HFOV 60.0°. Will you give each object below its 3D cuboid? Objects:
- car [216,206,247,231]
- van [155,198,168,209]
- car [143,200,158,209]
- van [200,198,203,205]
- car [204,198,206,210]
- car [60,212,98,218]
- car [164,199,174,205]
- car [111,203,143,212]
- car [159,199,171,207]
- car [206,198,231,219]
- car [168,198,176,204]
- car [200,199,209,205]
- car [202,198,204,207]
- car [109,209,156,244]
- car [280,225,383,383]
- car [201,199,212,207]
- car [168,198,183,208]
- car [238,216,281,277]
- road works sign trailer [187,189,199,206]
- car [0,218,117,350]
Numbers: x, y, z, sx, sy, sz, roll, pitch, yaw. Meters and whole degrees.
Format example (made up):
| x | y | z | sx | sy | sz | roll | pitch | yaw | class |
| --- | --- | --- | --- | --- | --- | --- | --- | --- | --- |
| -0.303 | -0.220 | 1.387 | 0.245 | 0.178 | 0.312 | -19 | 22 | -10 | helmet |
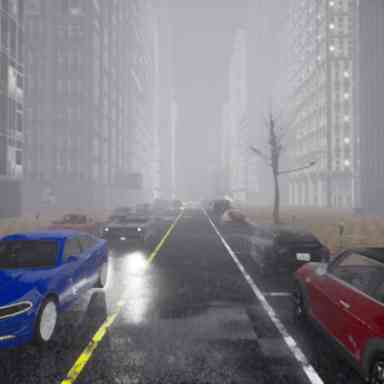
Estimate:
| x | y | z | sx | sy | sz | roll | pitch | yaw | class |
| --- | --- | --- | --- | --- | --- | --- | --- | --- | --- |
| 2.777 | 1.802 | 21.796 | 1.802 | 1.307 | 4.206 | 1 | -1 | 0 | car |
| -5.461 | 1.881 | 55.985 | 1.690 | 1.788 | 3.998 | 1 | -1 | 0 | van |
| -5.533 | 1.938 | 38.917 | 1.947 | 1.339 | 4.313 | 1 | -1 | 0 | car |
| 2.943 | 1.953 | 61.619 | 1.690 | 1.788 | 3.998 | 1 | -1 | 0 | van |
| 2.850 | 1.703 | 38.865 | 2.192 | 1.841 | 5.009 | 1 | -1 | 0 | car |
| -5.636 | 1.693 | 16.163 | 1.887 | 1.381 | 4.507 | 1 | -1 | 0 | car |
| -5.370 | 2.317 | 78.738 | 2.008 | 1.369 | 4.403 | 1 | -1 | 0 | car |
| -5.580 | 1.826 | 27.538 | 1.947 | 1.339 | 4.313 | 1 | -1 | 0 | car |
| -5.417 | 2.218 | 67.361 | 1.947 | 1.339 | 4.313 | 1 | -1 | 0 | car |
| 2.826 | 1.647 | 33.176 | 2.192 | 1.841 | 5.009 | 1 | -1 | 0 | car |
| -5.322 | 2.320 | 90.118 | 1.967 | 1.590 | 4.097 | 1 | -1 | 0 | car |
| 3.011 | 2.332 | 78.683 | 2.008 | 1.369 | 4.403 | 1 | -1 | 0 | car |
| 2.895 | 2.026 | 50.410 | 1.752 | 1.417 | 4.829 | 1 | -1 | 0 | car |
| -3.029 | 1.761 | 16.836 | 1.895 | 1.301 | 4.718 | 0 | -1 | 0 | car |
| 2.830 | 1.493 | 4.733 | 1.967 | 1.590 | 4.097 | 1 | -1 | 0 | car |
| 2.964 | 2.219 | 67.306 | 2.008 | 1.369 | 4.403 | 1 | -1 | 0 | car |
| -2.785 | 2.080 | 61.830 | 1.882 | 1.535 | 5.008 | 0 | -1 | 1 | car |
| 2.796 | 1.675 | 10.420 | 1.947 | 1.339 | 4.313 | 1 | -1 | 0 | car |
| 0.260 | 1.088 | 68.255 | 2.380 | 3.560 | 2.880 | -1 | 0 | 0 | road works sign trailer |
| -3.080 | 1.538 | 6.664 | 1.882 | 1.535 | 5.008 | 0 | -1 | 0 | car |
